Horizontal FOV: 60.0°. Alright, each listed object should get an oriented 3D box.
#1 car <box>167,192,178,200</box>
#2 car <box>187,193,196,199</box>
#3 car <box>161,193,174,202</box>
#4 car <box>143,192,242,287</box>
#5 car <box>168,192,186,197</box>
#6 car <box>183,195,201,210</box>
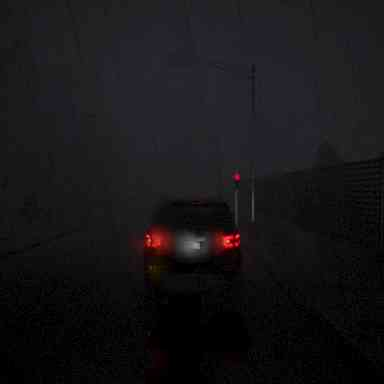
[{"bbox_3d":[-4.091,0.804,72.031,2.128,1.511,4.902,0,1,0],"label":"car"},{"bbox_3d":[-0.114,0.808,77.866,1.895,1.301,4.718,0,1,-4],"label":"car"},{"bbox_3d":[-4.140,0.941,56.435,1.837,1.490,4.892,0,0,0],"label":"car"},{"bbox_3d":[0.032,1.128,9.193,2.150,2.045,5.566,0,1,0],"label":"car"},{"bbox_3d":[-3.899,0.645,87.332,4.674,1.442,1.812,0,1,40],"label":"car"},{"bbox_3d":[0.048,1.104,37.295,1.882,1.535,5.008,0,1,0],"label":"car"}]
